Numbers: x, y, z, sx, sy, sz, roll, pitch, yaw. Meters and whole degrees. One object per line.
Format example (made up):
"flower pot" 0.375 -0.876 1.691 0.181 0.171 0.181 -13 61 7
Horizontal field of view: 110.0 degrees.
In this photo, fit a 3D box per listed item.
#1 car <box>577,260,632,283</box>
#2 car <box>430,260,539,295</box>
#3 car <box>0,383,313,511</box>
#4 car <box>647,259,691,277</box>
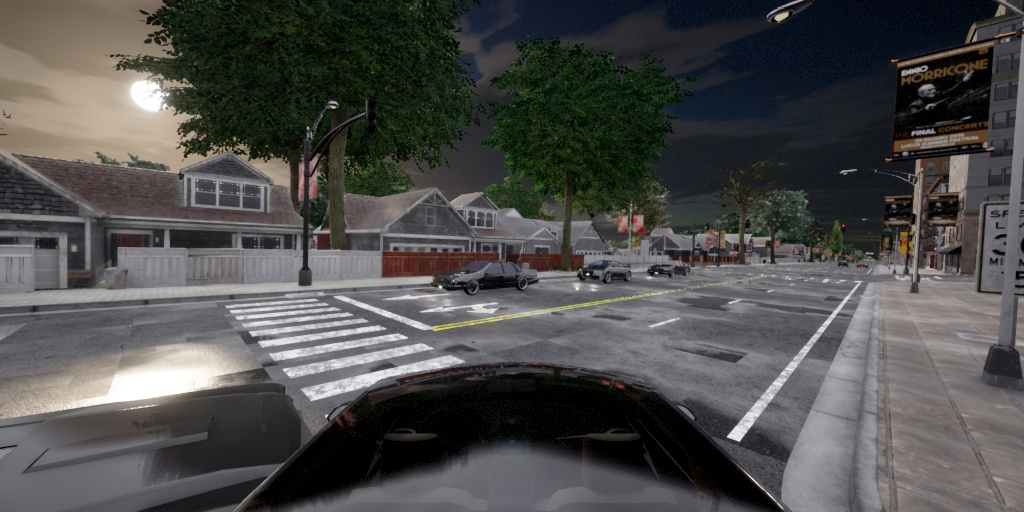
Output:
"car" 6.116 0.964 23.545 4.181 1.385 1.994 0 2 -44
"car" -1.030 0.901 16.578 5.357 1.411 2.033 0 2 -44
"car" -3.306 1.296 1.217 4.718 1.301 1.895 1 2 -34
"car" 13.598 1.000 30.811 5.357 1.411 2.033 0 2 -44
